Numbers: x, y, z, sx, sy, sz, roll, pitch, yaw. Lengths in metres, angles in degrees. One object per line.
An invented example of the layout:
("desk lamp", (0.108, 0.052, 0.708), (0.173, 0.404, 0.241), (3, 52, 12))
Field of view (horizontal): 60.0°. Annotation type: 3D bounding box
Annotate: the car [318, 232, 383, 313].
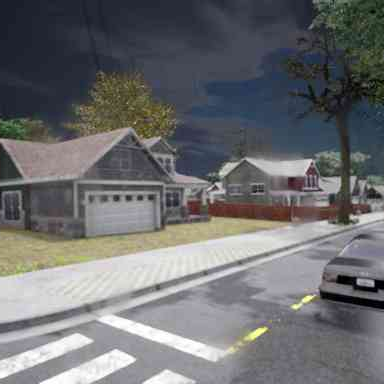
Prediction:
("car", (4.615, 1.671, 7.811), (2.033, 1.411, 5.357), (-2, -2, 39))
